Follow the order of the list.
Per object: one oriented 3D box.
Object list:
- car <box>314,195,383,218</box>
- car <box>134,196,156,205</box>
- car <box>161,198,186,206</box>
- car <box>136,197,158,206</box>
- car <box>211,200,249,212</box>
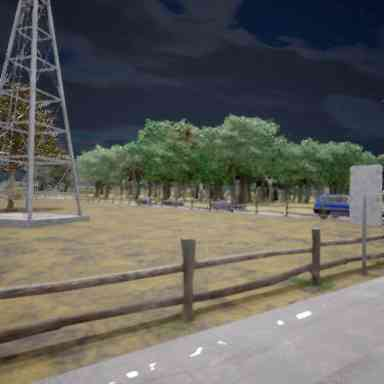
[{"bbox_3d":[13.071,1.302,28.161,2.150,2.045,5.566,2,-1,-35],"label":"car"},{"bbox_3d":[-9.000,1.621,63.986,2.128,1.511,4.902,2,-1,-36],"label":"car"},{"bbox_3d":[-3.144,1.696,55.872,2.033,1.411,5.357,2,-1,-35],"label":"car"},{"bbox_3d":[-7.657,1.558,57.367,2.128,1.511,4.902,2,-1,-35],"label":"car"},{"bbox_3d":[4.390,1.622,40.335,2.033,1.411,5.357,2,-1,-35],"label":"car"}]
